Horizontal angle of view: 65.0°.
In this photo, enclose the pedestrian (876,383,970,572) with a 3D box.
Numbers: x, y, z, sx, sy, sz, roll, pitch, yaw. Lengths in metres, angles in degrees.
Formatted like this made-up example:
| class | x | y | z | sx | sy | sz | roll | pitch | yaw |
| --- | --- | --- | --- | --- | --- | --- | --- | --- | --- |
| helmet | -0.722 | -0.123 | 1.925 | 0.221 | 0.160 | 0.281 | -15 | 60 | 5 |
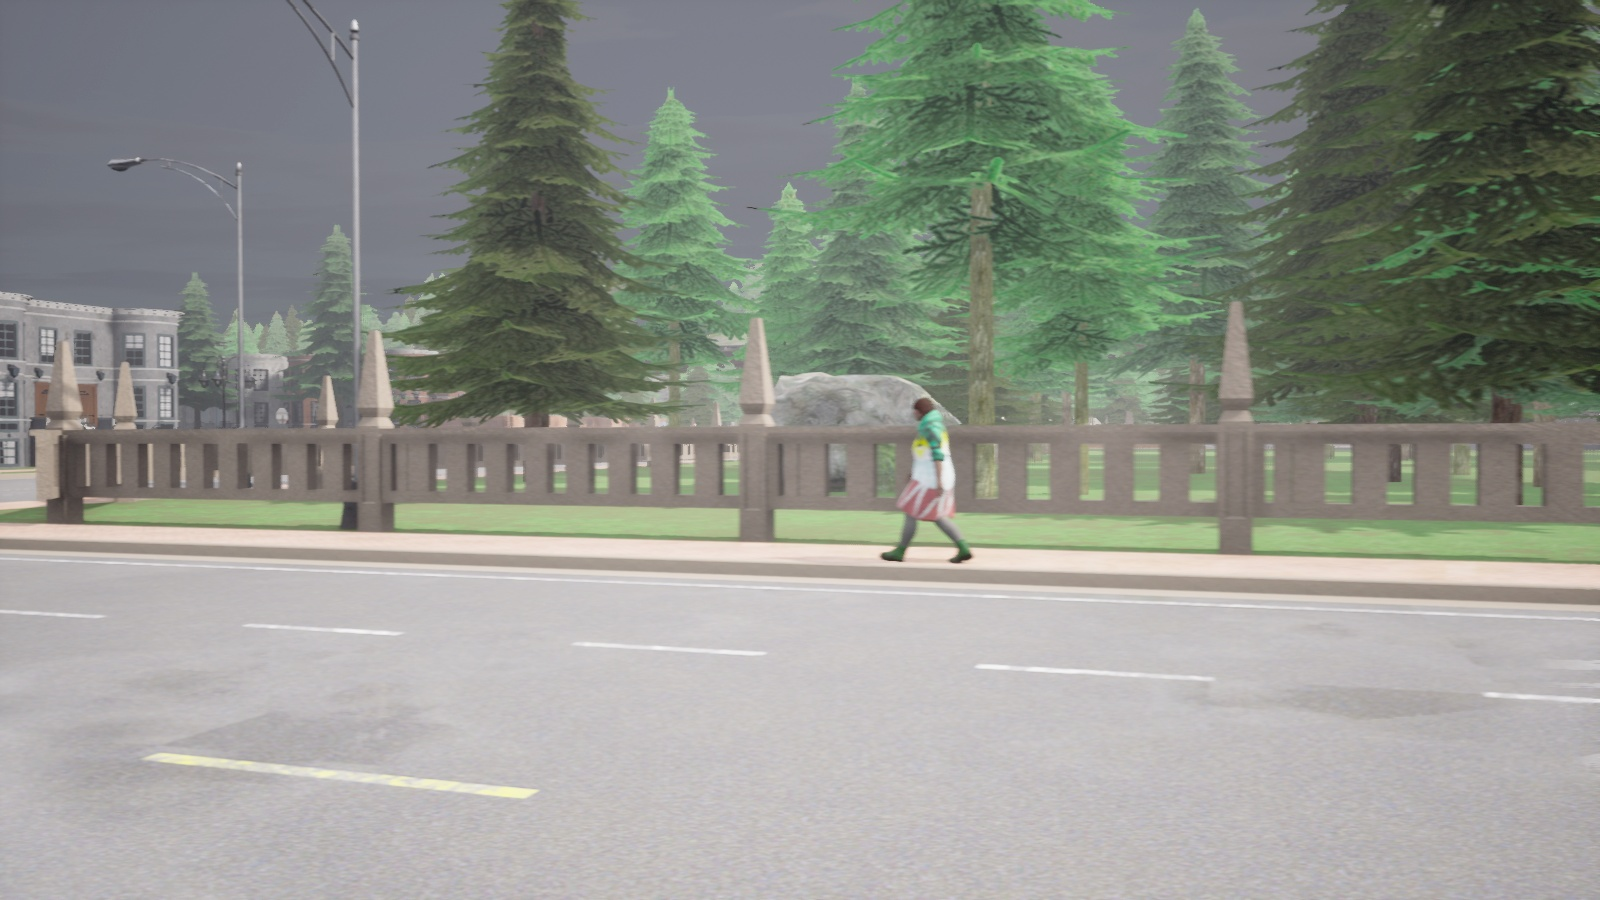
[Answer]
| class | x | y | z | sx | sy | sz | roll | pitch | yaw |
| --- | --- | --- | --- | --- | --- | --- | --- | --- | --- |
| pedestrian | 1.318 | 0.276 | 13.396 | 0.873 | 1.952 | 0.659 | 1 | 1 | 17 |
